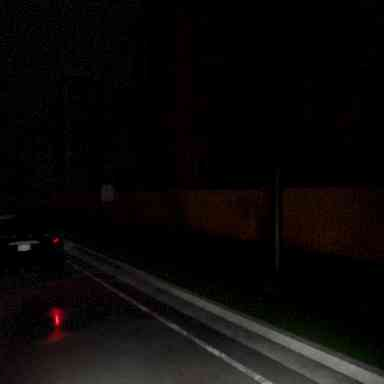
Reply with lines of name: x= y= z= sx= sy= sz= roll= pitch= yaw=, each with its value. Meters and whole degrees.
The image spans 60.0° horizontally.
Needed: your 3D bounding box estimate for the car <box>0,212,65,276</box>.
car: x=-5.446 y=1.443 z=10.147 sx=2.097 sy=1.767 sz=4.553 roll=0 pitch=-1 yaw=-35
